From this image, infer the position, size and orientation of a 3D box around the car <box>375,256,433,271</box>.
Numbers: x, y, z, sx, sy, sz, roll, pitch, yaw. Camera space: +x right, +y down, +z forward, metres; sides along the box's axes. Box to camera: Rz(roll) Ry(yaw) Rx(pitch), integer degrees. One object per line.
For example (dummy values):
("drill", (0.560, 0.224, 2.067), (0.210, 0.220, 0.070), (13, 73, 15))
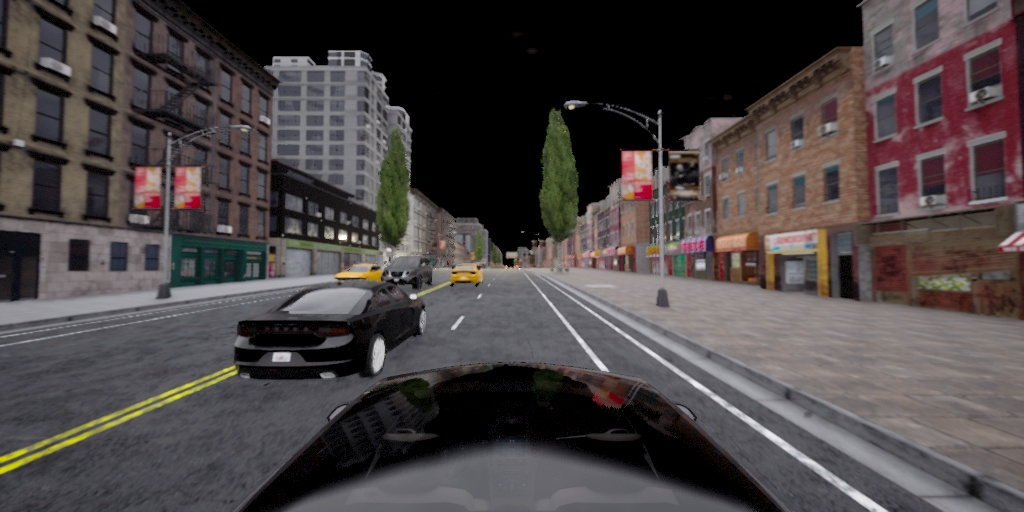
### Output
("car", (-6.600, 1.024, 23.238), (2.150, 2.045, 5.566), (0, 0, 0))

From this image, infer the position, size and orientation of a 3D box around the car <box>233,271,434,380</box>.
("car", (-3.152, 1.234, 7.383), (1.882, 1.535, 5.008), (0, 0, 0))

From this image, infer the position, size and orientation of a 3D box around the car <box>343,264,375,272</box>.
("car", (-9.850, 1.283, 23.680), (1.882, 1.535, 5.008), (0, 0, 0))

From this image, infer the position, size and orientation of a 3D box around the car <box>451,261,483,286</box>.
("car", (-3.154, 1.296, 25.745), (1.882, 1.535, 5.008), (0, 0, 0))
